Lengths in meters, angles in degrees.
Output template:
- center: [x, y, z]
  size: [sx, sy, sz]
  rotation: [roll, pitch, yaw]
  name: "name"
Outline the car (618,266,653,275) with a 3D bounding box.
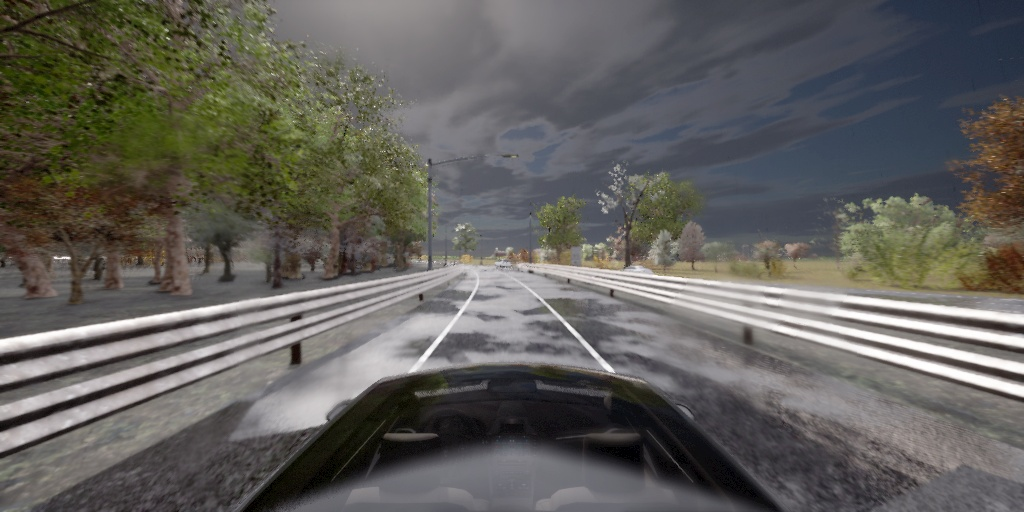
- center: [13.569, 1.787, 39.864]
  size: [1.812, 1.442, 4.674]
  rotation: [0, 0, -22]
  name: "car"
